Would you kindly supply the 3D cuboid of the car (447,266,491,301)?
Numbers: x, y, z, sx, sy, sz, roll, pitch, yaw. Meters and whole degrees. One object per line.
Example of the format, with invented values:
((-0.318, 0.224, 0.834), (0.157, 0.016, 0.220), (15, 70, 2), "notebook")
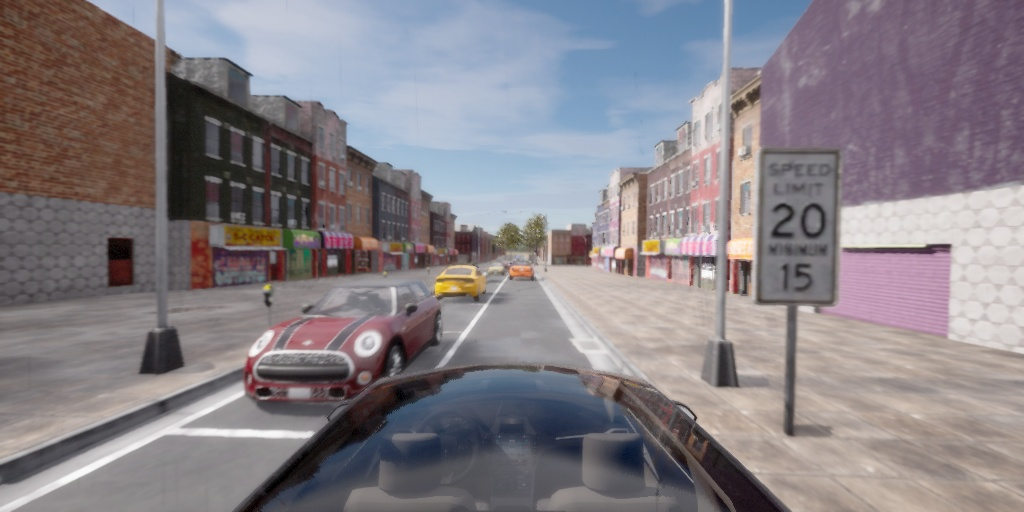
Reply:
((-2.325, 1.207, 17.370), (1.882, 1.535, 5.008), (1, 0, 2), "car")

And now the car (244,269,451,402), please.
((-2.543, 1.158, 6.388), (1.967, 1.591, 4.097), (0, 0, 2), "car")

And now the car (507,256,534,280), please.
((0.901, 1.162, 31.989), (2.097, 1.767, 4.553), (1, 0, 2), "car")

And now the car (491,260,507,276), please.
((-1.601, 1.334, 38.887), (1.751, 1.417, 4.829), (0, 0, 2), "car")
